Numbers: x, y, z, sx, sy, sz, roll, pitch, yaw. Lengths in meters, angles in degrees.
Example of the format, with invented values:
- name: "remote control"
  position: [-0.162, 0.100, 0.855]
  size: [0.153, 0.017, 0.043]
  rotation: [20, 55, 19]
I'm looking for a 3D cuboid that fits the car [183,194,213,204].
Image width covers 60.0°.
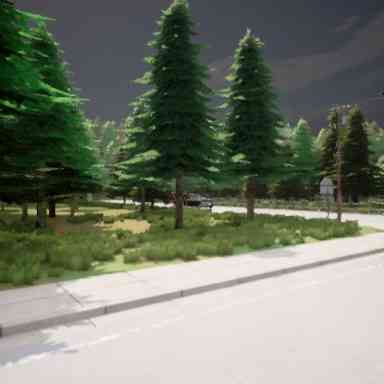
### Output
- name: "car"
  position: [0.808, 1.367, 42.437]
  size: [2.128, 1.511, 4.902]
  rotation: [0, 0, -34]

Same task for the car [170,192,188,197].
- name: "car"
  position: [-2.441, 1.085, 53.644]
  size: [2.150, 2.045, 5.566]
  rotation: [0, 0, -34]

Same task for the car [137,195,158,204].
- name: "car"
  position: [-8.435, 1.339, 62.354]
  size: [1.882, 1.535, 5.008]
  rotation: [0, 0, -34]
